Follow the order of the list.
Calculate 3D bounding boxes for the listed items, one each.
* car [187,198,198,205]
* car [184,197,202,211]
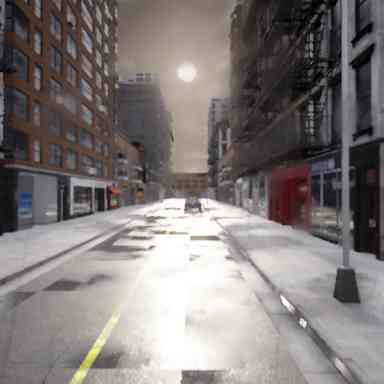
[{"bbox_3d":[0.103,1.755,63.855,1.895,1.301,4.718,0,0,0],"label":"car"},{"bbox_3d":[0.102,1.428,41.839,2.097,1.767,4.553,0,0,0],"label":"car"}]
